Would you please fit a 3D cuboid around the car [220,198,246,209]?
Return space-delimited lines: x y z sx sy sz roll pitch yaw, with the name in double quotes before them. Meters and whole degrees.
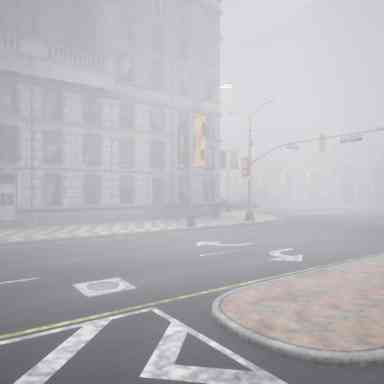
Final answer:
"car" 4.233 1.548 44.149 2.033 1.411 5.357 0 0 -36

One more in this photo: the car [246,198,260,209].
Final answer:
"car" 7.379 1.564 45.783 1.994 1.385 4.181 0 0 -36
